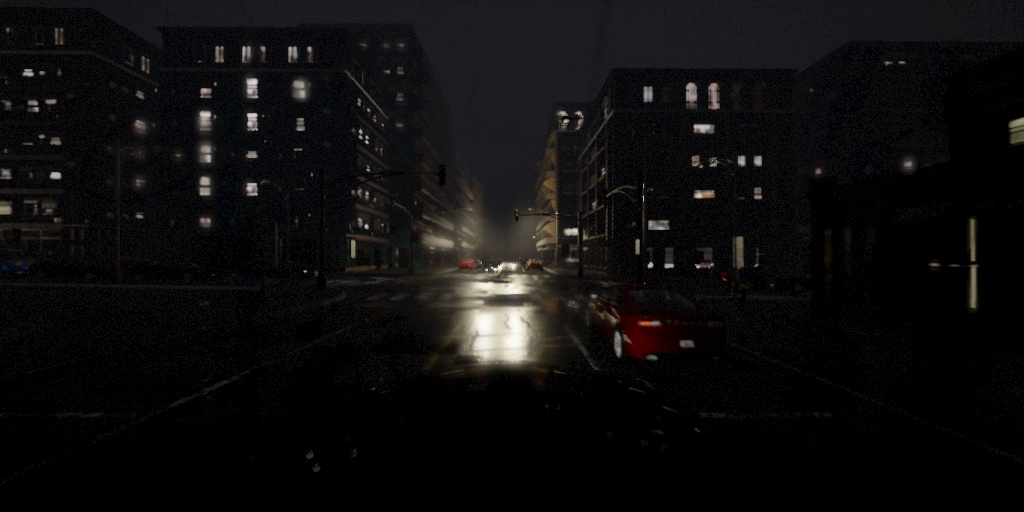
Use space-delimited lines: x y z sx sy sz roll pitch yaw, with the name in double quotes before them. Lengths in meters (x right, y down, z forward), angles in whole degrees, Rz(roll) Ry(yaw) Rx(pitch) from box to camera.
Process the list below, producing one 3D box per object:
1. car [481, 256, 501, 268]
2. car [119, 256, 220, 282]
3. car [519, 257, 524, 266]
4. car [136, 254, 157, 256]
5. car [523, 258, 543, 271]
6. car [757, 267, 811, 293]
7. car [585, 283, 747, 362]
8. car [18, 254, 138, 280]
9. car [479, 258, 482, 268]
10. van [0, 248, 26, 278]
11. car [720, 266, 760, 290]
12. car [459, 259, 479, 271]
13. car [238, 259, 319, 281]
"car" -3.066 1.133 53.654 1.994 1.385 4.181 0 0 0
"car" -20.012 0.838 21.332 4.507 1.381 1.888 0 0 -1
"car" 2.682 1.108 62.481 1.948 1.339 4.313 0 0 0
"car" -31.521 0.557 29.681 4.097 1.591 1.967 0 0 -1
"car" 2.796 1.034 45.490 1.967 1.591 4.097 0 0 0
"car" 17.934 1.557 21.768 4.403 1.370 2.007 0 0 -1
"car" 2.820 1.271 8.020 1.888 1.381 4.507 0 0 0
"car" -25.694 0.732 21.354 4.507 1.381 1.888 0 0 -1
"car" -5.698 1.110 56.813 2.007 1.370 4.403 0 0 0
"van" -31.380 0.420 21.301 3.998 1.789 1.690 0 0 -1
"car" 16.934 1.482 24.452 5.008 1.535 1.882 1 0 -1
"car" -5.787 1.135 46.711 1.888 1.381 4.507 0 0 0
"car" -15.594 0.932 24.142 4.902 1.511 2.128 2 0 -1
